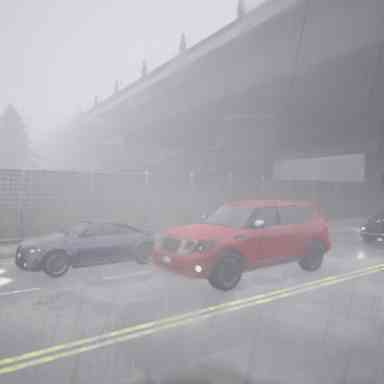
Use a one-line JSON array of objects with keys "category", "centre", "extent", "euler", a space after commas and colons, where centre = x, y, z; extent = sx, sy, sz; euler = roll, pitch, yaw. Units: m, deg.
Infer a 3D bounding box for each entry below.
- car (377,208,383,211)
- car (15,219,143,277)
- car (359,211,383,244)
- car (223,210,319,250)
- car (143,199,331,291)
[{"category": "car", "centre": [13.508, 1.670, 22.196], "extent": [4.181, 1.385, 1.994], "euler": [0, 0, -35]}, {"category": "car", "centre": [-3.127, 1.578, 10.349], "extent": [4.181, 1.385, 1.994], "euler": [0, 0, -35]}, {"category": "car", "centre": [9.625, 1.674, 15.128], "extent": [4.718, 1.301, 1.895], "euler": [0, 0, -35]}, {"category": "car", "centre": [3.664, 1.615, 15.192], "extent": [4.181, 1.385, 1.994], "euler": [0, 0, -35]}, {"category": "car", "centre": [1.664, 1.250, 9.471], "extent": [5.566, 2.045, 2.150], "euler": [0, 0, -36]}]
